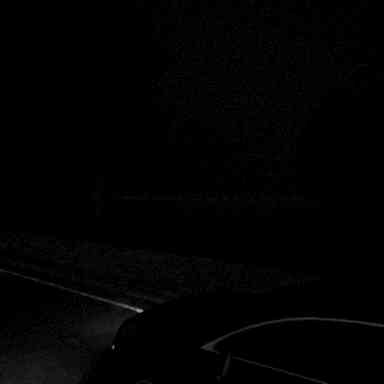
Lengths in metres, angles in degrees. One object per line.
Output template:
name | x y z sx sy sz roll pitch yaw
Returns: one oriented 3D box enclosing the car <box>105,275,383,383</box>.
car | 1.357 1.504 2.717 4.892 1.490 1.837 1 0 36
